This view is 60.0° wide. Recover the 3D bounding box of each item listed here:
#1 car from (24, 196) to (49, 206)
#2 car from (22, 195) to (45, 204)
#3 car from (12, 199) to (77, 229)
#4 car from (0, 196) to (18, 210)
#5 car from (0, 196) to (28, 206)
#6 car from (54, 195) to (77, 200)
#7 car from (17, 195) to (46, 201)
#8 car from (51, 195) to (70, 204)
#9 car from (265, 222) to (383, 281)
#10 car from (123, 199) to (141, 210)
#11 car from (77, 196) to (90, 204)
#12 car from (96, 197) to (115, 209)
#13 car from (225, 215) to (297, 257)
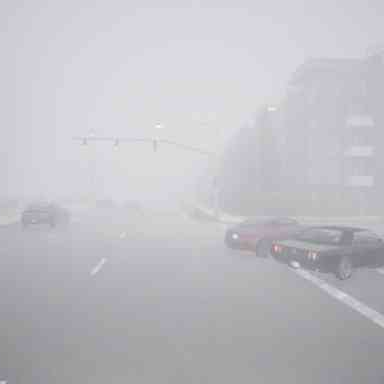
[{"bbox_3d":[-23.466,1.395,50.384,1.994,1.385,4.181,1,0,-3],"label":"car"},{"bbox_3d":[-27.473,1.277,57.895,1.882,1.535,5.008,1,0,-3],"label":"car"},{"bbox_3d":[-9.209,1.429,21.260,2.128,1.511,4.902,1,0,-6],"label":"car"},{"bbox_3d":[-22.761,1.306,40.402,2.128,1.511,4.902,1,0,-4],"label":"car"},{"bbox_3d":[-26.924,1.333,49.902,2.033,1.411,5.357,1,0,-3],"label":"car"},{"bbox_3d":[-20.033,1.425,51.500,2.033,1.411,5.357,1,0,-3],"label":"car"},{"bbox_3d":[-19.314,1.365,41.261,1.837,1.490,4.892,1,0,-4],"label":"car"},{"bbox_3d":[-24.183,1.354,61.394,1.837,1.490,4.892,1,0,-4],"label":"car"},{"bbox_3d":[4.716,1.687,10.125,4.718,1.301,1.895,1,0,-31],"label":"car"},{"bbox_3d":[-7.770,1.576,43.234,1.994,1.385,4.181,1,0,-4],"label":"car"},{"bbox_3d":[-20.827,1.445,63.598,2.033,1.411,5.357,1,0,-4],"label":"car"},{"bbox_3d":[-11.328,1.446,43.881,1.882,1.535,5.008,1,0,-4],"label":"car"},{"bbox_3d":[3.392,1.641,13.316,4.181,1.385,1.994,1,0,-28],"label":"car"}]
